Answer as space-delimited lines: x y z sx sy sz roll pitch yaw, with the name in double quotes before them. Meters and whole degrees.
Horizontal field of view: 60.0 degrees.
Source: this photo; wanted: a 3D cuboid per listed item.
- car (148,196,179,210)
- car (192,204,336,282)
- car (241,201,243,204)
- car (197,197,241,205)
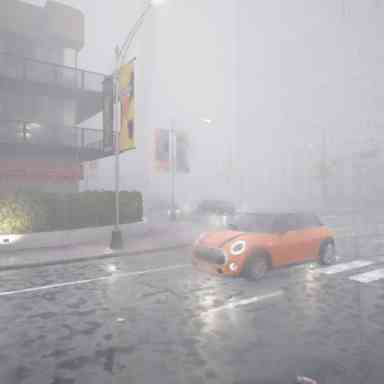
"car" -3.391 1.564 42.080 1.994 1.385 4.181 0 0 -35
"car" 2.196 1.352 9.862 4.553 1.767 2.097 0 0 -36
"car" 5.545 1.526 49.586 1.812 1.442 4.674 0 0 -35
"car" 2.388 1.505 33.814 1.837 1.490 4.892 0 0 -35
